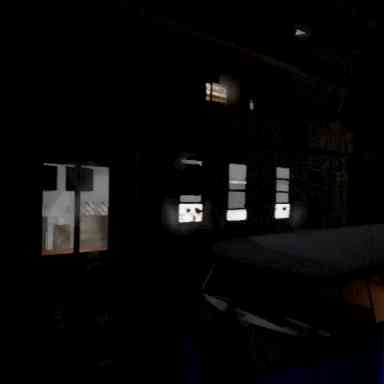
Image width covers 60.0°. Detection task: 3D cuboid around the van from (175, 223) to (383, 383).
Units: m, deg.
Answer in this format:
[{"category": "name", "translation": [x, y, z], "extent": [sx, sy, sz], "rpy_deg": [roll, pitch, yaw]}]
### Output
[{"category": "van", "translation": [1.758, 1.326, 3.711], "extent": [3.998, 1.788, 1.690], "rpy_deg": [0, 1, -36]}]
